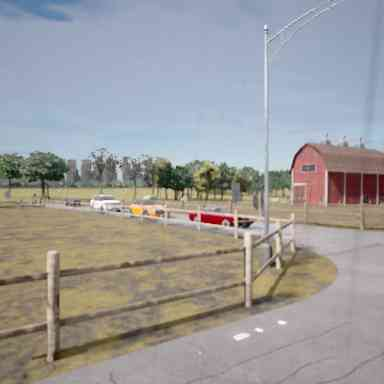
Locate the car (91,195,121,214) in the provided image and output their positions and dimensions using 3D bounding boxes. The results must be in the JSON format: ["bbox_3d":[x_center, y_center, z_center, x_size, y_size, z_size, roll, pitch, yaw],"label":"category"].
[{"bbox_3d":[-9.880,1.351,38.304,2.150,2.045,5.566,-1,0,-35],"label":"car"}]

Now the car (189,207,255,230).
[{"bbox_3d":[1.838,1.639,21.669,1.895,1.301,4.718,-1,1,-36],"label":"car"}]

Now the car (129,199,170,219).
[{"bbox_3d":[-3.815,1.418,29.667,2.097,1.767,4.553,-1,0,-35],"label":"car"}]

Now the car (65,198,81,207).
[{"bbox_3d":[-21.379,1.847,59.771,1.837,1.490,4.892,-1,0,-35],"label":"car"}]
